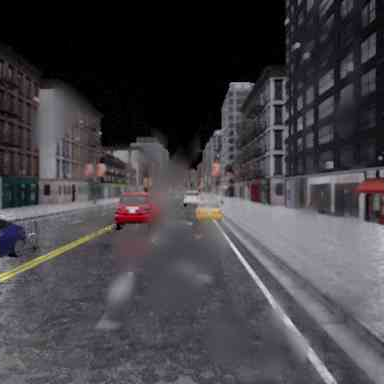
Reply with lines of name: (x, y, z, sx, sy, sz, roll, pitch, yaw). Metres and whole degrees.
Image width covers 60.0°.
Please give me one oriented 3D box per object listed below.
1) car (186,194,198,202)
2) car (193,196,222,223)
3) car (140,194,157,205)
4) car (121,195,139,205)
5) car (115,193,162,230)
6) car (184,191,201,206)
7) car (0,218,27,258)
car: (0.015, 1.104, 63.107, 2.033, 1.411, 5.357, 0, 0, 0)
car: (1.144, 1.295, 24.031, 1.801, 1.575, 5.366, 0, 0, 0)
car: (-6.567, 1.151, 50.363, 1.837, 1.490, 4.892, 0, 1, 0)
car: (-9.809, 1.195, 52.612, 1.994, 1.385, 4.181, 0, 0, 0)
car: (-3.133, 1.088, 20.251, 2.150, 2.045, 5.566, 0, 0, 0)
car: (0.045, 0.903, 46.277, 2.150, 2.045, 5.566, 0, 1, 1)
car: (-6.597, 1.464, 9.707, 1.812, 1.442, 4.674, 0, 0, 0)
